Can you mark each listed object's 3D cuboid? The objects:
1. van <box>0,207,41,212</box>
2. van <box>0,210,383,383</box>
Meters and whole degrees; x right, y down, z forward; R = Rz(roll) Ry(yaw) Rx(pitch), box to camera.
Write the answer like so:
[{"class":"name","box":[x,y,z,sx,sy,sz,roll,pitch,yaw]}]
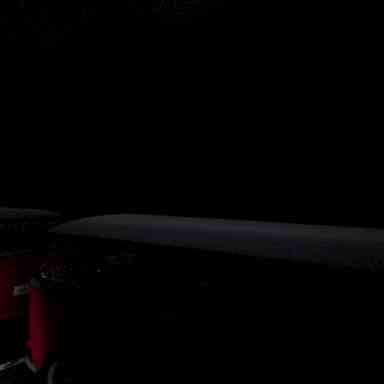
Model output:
[{"class":"van","box":[-4.388,1.252,6.446,4.442,1.987,1.878,0,0,36]},{"class":"van","box":[0.128,1.255,3.224,4.442,1.987,1.878,0,0,35]}]
